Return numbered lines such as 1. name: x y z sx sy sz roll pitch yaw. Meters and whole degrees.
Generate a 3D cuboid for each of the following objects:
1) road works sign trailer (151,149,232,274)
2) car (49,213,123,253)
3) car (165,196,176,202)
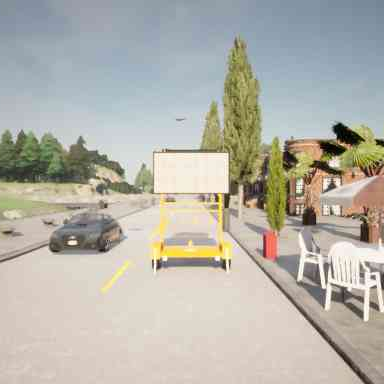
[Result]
1. road works sign trailer: -0.022 0.464 10.529 2.380 3.560 2.880 0 0 0
2. car: -4.129 1.564 13.511 1.994 1.385 4.181 0 0 0
3. car: -4.136 1.547 64.122 2.033 1.411 5.357 0 0 0
